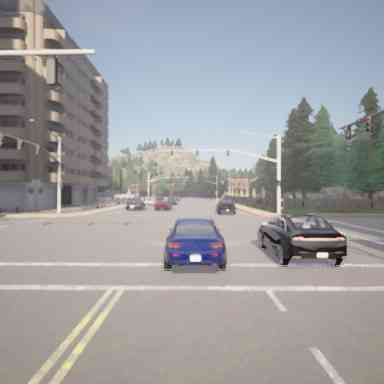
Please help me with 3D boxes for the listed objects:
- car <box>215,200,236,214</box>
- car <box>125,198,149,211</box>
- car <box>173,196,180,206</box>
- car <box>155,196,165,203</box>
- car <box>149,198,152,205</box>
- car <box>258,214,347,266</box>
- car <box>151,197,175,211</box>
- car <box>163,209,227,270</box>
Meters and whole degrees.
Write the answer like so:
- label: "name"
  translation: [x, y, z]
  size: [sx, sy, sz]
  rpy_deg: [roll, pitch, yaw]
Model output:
- label: "car"
  translation: [3.604, 1.590, 36.135]
  size: [1.837, 1.490, 4.892]
  rpy_deg: [0, 0, 0]
- label: "car"
  translation: [-7.084, 1.590, 41.838]
  size: [2.128, 1.511, 4.902]
  rpy_deg: [0, 0, 0]
- label: "car"
  translation: [-3.537, 1.643, 58.509]
  size: [1.837, 1.490, 4.892]
  rpy_deg: [0, -1, 1]
- label: "car"
  translation: [-6.992, 1.691, 72.972]
  size: [1.994, 1.385, 4.181]
  rpy_deg: [0, 0, 0]
- label: "car"
  translation: [-7.037, 1.738, 58.384]
  size: [1.895, 1.301, 4.718]
  rpy_deg: [0, 0, 1]
- label: "car"
  translation: [3.597, 1.494, 11.582]
  size: [2.128, 1.511, 4.902]
  rpy_deg: [0, 1, 0]
- label: "car"
  translation: [-3.586, 1.698, 41.489]
  size: [1.895, 1.301, 4.718]
  rpy_deg: [0, 0, 0]
- label: "car"
  translation: [0.096, 1.533, 11.001]
  size: [1.812, 1.442, 4.674]
  rpy_deg: [0, 1, 0]
